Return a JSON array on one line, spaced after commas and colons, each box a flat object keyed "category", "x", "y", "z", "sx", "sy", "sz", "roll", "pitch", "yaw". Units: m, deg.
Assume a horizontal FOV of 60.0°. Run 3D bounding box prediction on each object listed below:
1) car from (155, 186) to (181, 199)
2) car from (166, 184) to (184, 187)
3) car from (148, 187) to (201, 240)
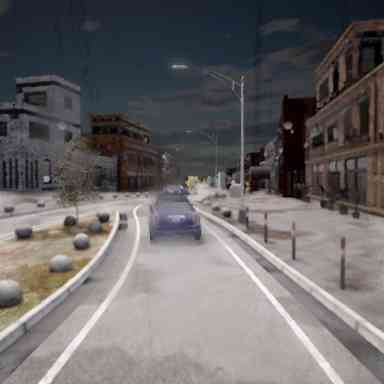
[{"category": "car", "x": -3.011, "y": 0.050, "z": 42.376, "sx": 1.837, "sy": 1.490, "sz": 4.892, "roll": 1, "pitch": 0, "yaw": 14}, {"category": "car", "x": -1.583, "y": 0.008, "z": 33.806, "sx": 2.097, "sy": 1.767, "sz": 4.553, "roll": 0, "pitch": 1, "yaw": 10}, {"category": "car", "x": -0.906, "y": 0.951, "z": 15.134, "sx": 2.097, "sy": 1.767, "sz": 4.553, "roll": 0, "pitch": 5, "yaw": -8}]
